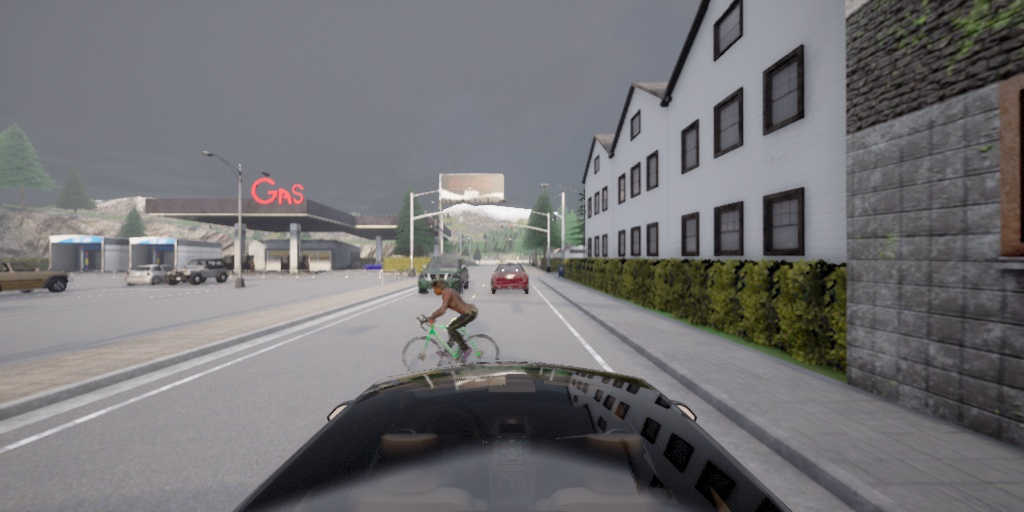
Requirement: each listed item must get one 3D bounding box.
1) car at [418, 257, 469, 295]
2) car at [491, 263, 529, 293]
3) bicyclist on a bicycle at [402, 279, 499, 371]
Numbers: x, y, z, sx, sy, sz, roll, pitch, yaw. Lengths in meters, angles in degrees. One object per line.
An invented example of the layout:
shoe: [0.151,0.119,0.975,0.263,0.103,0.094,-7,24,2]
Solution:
car: [-3.752,1.048,20.629,2.150,2.045,5.566,0,-1,0]
car: [-0.131,1.180,21.554,2.097,1.767,4.553,0,0,-1]
bicyclist on a bicycle: [-1.053,1.220,6.079,1.656,1.620,0.582,-2,0,-1]
